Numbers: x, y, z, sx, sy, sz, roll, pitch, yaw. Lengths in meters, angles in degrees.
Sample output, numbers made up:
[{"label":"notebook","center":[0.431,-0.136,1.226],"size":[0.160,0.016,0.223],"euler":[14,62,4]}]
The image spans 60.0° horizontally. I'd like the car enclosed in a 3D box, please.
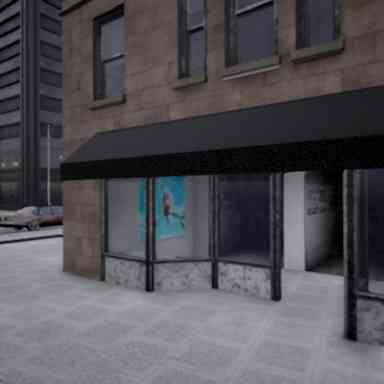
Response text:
[{"label":"car","center":[-8.652,1.498,19.916],"size":[2.033,1.411,5.357],"euler":[0,0,35]}]
